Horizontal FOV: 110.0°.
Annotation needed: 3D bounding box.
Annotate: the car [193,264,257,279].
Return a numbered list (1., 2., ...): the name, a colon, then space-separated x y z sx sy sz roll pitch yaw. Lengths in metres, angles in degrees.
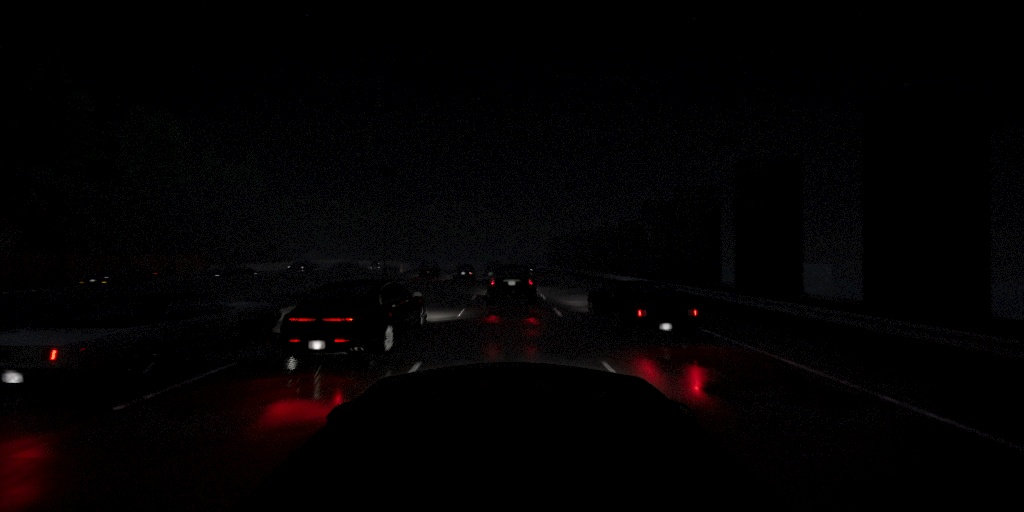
1. car: -21.789 1.413 27.437 2.128 1.511 4.902 0 0 -4

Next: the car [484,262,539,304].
1. car: -0.059 1.166 16.966 2.097 1.767 4.553 0 0 -1

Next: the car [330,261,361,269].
1. car: -20.000 1.470 42.545 2.128 1.511 4.902 0 0 -8

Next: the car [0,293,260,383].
1. car: -6.880 1.394 7.160 1.895 1.301 4.718 0 0 0

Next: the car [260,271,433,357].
1. car: -3.425 1.295 8.672 1.837 1.490 4.892 0 0 -1

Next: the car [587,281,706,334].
1. car: 3.603 1.378 10.670 1.895 1.301 4.718 0 0 -1

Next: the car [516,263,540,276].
1. car: 1.728 1.470 40.071 1.994 1.385 4.181 0 0 -8

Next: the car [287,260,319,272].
1. car: -27.650 1.379 47.082 2.097 1.767 4.553 0 -1 -11

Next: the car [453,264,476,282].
1. car: -4.112 1.433 30.979 2.033 1.411 5.357 0 0 -5

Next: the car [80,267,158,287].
1. car: -28.736 1.502 26.425 1.994 1.385 4.181 0 0 -4

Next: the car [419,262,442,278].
1. car: -8.397 1.401 37.079 1.882 1.535 5.008 0 0 -7
